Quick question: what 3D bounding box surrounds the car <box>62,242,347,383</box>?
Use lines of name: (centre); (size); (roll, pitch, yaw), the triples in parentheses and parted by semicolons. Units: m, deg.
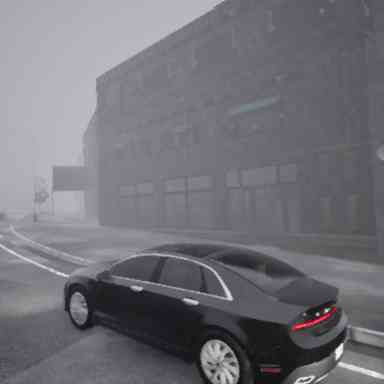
car: (-0.199, 1.575, 5.343); (4.892, 1.490, 1.837); (0, -1, 39)

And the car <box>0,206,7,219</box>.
car: (-21.956, 2.287, 37.117); (1.812, 1.442, 4.674); (-1, -1, -23)
